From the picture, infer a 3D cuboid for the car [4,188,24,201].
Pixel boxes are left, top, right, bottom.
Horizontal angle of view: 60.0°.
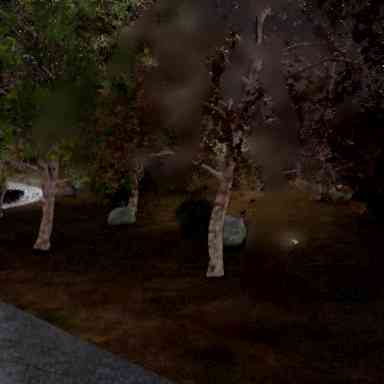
[{"bbox_3d":[-15.281,0.125,26.331,1.895,1.301,4.718,5,4,-1],"label":"car"}]
